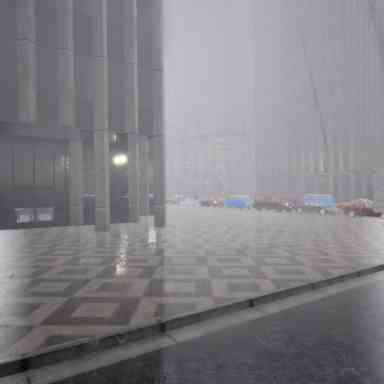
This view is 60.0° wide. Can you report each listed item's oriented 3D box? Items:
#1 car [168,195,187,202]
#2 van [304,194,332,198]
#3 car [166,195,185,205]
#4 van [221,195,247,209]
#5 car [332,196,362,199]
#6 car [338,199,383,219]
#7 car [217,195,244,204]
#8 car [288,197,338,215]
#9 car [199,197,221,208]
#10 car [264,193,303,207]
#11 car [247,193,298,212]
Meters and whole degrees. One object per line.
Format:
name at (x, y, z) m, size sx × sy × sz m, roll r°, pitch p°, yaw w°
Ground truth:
car at (-3.120, 1.256, 69.842) m, size 2.008 × 1.369 × 4.403 m, roll -1°, pitch 1°, yaw -35°
van at (16.124, 1.178, 42.849) m, size 1.690 × 1.788 × 3.998 m, roll -1°, pitch 1°, yaw -35°
car at (-3.663, 1.438, 55.899) m, size 2.008 × 1.369 × 4.403 m, roll -1°, pitch 1°, yaw -35°
van at (5.964, 1.293, 42.405) m, size 1.690 × 1.788 × 3.998 m, roll -1°, pitch 1°, yaw -35°
car at (19.234, 1.384, 38.492) m, size 1.752 × 1.417 × 4.829 m, roll -1°, pitch 1°, yaw -35°
car at (15.595, 1.566, 28.914) m, size 1.887 × 1.381 × 4.507 m, roll -1°, pitch 1°, yaw -35°
car at (6.404, 1.295, 56.484) m, size 1.752 × 1.417 × 4.829 m, roll -1°, pitch 1°, yaw -35°
car at (12.385, 1.548, 33.412) m, size 2.008 × 1.369 × 4.403 m, roll -1°, pitch 1°, yaw -35°
car at (2.756, 1.371, 46.903) m, size 1.967 × 1.590 × 4.097 m, roll -1°, pitch 1°, yaw -35°
car at (12.916, 1.129, 47.347) m, size 2.192 × 1.841 × 5.009 m, roll -1°, pitch 1°, yaw -35°
car at (9.174, 1.290, 37.907) m, size 2.192 × 1.841 × 5.009 m, roll -1°, pitch 1°, yaw -35°
